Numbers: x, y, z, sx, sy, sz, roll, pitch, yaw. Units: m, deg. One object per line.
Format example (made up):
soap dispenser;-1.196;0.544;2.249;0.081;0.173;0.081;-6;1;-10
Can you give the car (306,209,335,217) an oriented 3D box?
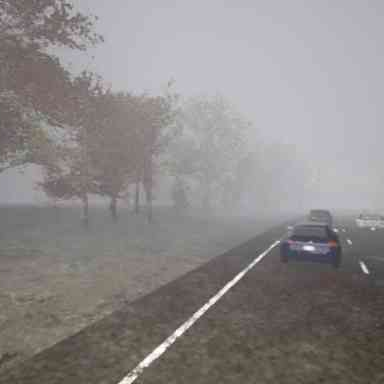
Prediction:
car;10.233;2.117;26.621;1.837;1.490;4.892;1;0;23

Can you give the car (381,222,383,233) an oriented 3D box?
car;6.995;1.854;9.398;2.033;1.411;5.357;1;-1;22

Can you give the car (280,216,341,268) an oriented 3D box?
car;4.596;1.851;12.775;1.994;1.385;4.181;1;-1;22

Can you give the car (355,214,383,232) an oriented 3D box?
car;13.216;2.266;24.705;1.895;1.301;4.718;1;-1;23
